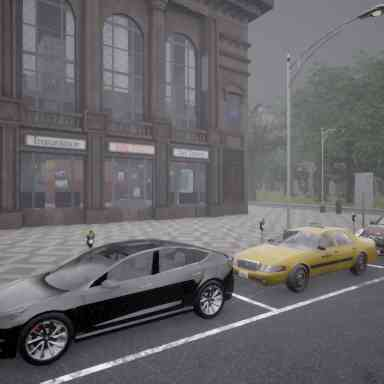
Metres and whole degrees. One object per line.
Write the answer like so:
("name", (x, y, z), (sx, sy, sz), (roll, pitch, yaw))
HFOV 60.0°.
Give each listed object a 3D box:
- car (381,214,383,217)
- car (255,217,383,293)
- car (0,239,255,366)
("car", (7.676, 1.441, 12.144), (4.097, 1.590, 1.967), (0, 0, -36))
("car", (3.115, 1.526, 8.882), (4.829, 1.417, 1.752), (0, 0, -36))
("car", (-1.170, 1.566, 5.818), (4.313, 1.339, 1.947), (0, 0, -36))
